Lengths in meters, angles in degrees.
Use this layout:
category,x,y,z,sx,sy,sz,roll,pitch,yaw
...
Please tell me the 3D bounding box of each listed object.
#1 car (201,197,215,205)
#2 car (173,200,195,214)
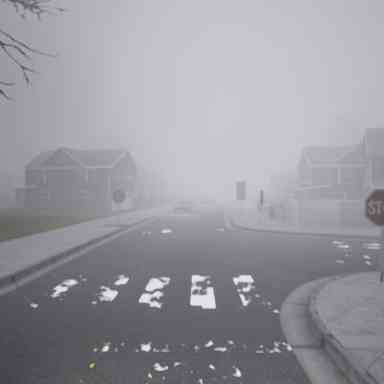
category,x,y,z,sx,sy,sz,roll,pitch,yaw
car,2.979,1.518,59.843,2.033,1.411,5.357,0,0,11
car,-0.733,1.520,35.632,2.033,1.411,5.357,0,0,7
